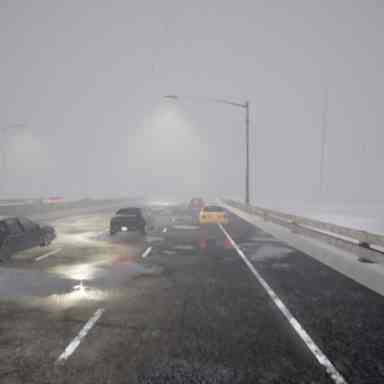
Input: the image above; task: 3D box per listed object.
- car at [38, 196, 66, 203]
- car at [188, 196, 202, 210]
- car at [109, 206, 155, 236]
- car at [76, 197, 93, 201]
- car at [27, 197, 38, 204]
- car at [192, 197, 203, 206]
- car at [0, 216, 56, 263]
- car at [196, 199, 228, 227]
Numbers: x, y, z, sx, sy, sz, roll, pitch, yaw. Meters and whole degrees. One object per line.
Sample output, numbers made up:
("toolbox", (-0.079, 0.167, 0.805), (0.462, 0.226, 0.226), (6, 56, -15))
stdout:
("car", (-20.318, 1.440, 49.246), (2.097, 1.767, 4.553), (0, 0, 2))
("car", (0.632, 1.431, 44.302), (2.097, 1.767, 4.553), (0, 0, 2))
("car", (-3.278, 1.531, 18.663), (1.837, 1.490, 4.892), (0, 0, 1))
("car", (-16.731, 1.599, 51.782), (1.837, 1.490, 4.892), (0, 0, 2))
("car", (-23.741, 1.587, 51.723), (2.128, 1.511, 4.902), (0, 0, 2))
("car", (1.011, 1.639, 57.945), (1.812, 1.442, 4.674), (0, 0, 2))
("car", (-6.845, 1.561, 12.035), (2.033, 1.411, 5.357), (0, 0, 0))
("car", (1.394, 1.489, 22.895), (1.801, 1.575, 5.366), (0, 0, 1))
